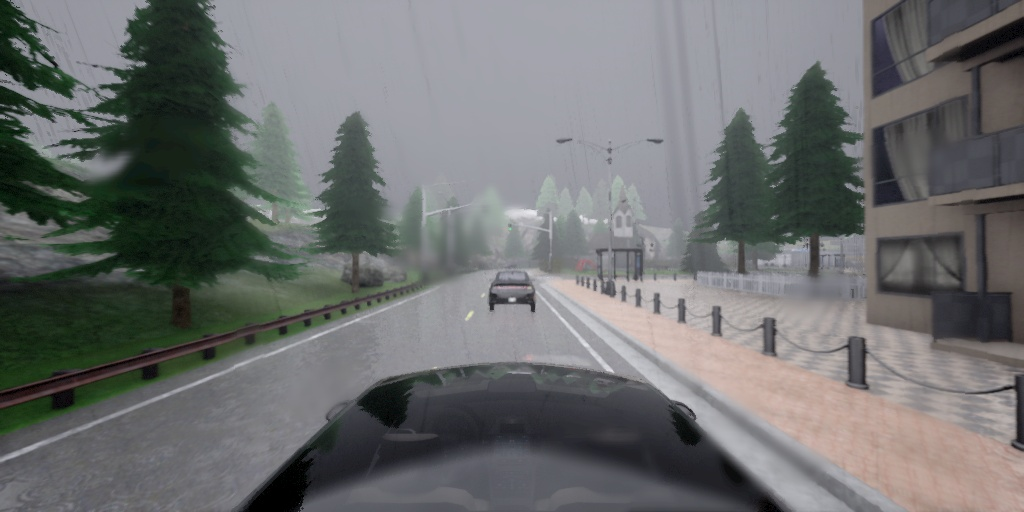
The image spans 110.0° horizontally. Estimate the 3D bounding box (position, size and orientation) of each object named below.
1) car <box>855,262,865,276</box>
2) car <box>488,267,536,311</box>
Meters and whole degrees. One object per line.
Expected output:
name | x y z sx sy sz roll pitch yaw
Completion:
car | 37.538 1.624 35.637 4.674 1.442 1.812 0 -1 0
car | 0.021 1.390 15.347 2.128 1.511 4.902 0 0 0
